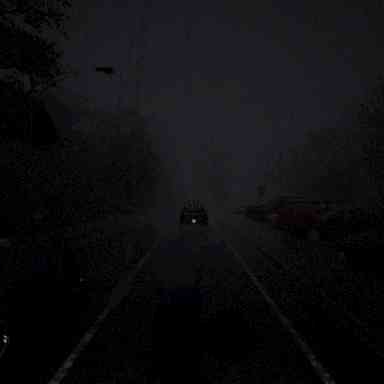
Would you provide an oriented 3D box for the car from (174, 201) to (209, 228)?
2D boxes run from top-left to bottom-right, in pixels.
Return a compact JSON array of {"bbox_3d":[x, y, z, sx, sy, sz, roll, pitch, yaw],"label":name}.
[{"bbox_3d":[0.119,1.618,23.208,2.128,1.511,4.902,0,0,0],"label":"car"}]

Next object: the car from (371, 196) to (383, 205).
[{"bbox_3d":[20.217,1.444,32.335,5.566,2.045,2.435,0,-1,0],"label":"car"}]

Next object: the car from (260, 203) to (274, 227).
[{"bbox_3d":[7.096,1.637,21.473,4.674,1.452,2.002,0,0,0],"label":"car"}]

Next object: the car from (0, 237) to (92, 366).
[{"bbox_3d":[-3.346,1.559,5.863,2.033,1.411,5.357,0,0,0],"label":"car"}]

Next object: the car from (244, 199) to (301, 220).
[{"bbox_3d":[7.137,1.544,29.798,4.553,1.767,2.185,0,0,0],"label":"car"}]

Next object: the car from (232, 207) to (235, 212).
[{"bbox_3d":[7.119,1.740,35.346,4.892,1.521,2.231,0,-1,0],"label":"car"}]

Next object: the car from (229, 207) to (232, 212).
[{"bbox_3d":[6.932,1.783,38.114,5.366,1.575,1.946,0,-1,0],"label":"car"}]

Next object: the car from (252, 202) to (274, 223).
[{"bbox_3d":[7.127,1.650,24.249,4.792,1.488,2.163,0,0,0],"label":"car"}]

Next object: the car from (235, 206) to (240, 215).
[{"bbox_3d":[7.116,1.700,32.574,5.008,1.535,2.097,0,-1,0],"label":"car"}]

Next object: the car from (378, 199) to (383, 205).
[{"bbox_3d":[20.000,1.663,29.564,5.366,1.575,1.946,0,-1,0],"label":"car"}]

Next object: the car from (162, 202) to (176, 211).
[{"bbox_3d":[-3.281,2.171,49.640,1.994,1.385,4.181,0,-2,0],"label":"car"}]

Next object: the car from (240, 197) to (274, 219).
[{"bbox_3d":[7.073,1.392,27.028,5.566,2.045,2.435,0,0,0],"label":"car"}]

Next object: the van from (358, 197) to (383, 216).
[{"bbox_3d":[20.311,1.510,35.227,4.442,1.987,1.878,0,-1,0],"label":"van"}]

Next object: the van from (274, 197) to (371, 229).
[{"bbox_3d":[7.206,1.348,18.699,4.442,1.987,1.878,0,0,0],"label":"van"}]

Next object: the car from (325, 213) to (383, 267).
[{"bbox_3d":[7.048,1.533,10.370,4.792,1.488,2.163,0,0,0],"label":"car"}]

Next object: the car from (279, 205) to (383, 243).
[{"bbox_3d":[7.091,1.550,15.921,5.008,1.535,2.097,0,0,0],"label":"car"}]

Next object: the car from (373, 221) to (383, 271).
[{"bbox_3d":[7.076,1.520,7.593,4.674,1.452,2.002,0,0,0],"label":"car"}]
